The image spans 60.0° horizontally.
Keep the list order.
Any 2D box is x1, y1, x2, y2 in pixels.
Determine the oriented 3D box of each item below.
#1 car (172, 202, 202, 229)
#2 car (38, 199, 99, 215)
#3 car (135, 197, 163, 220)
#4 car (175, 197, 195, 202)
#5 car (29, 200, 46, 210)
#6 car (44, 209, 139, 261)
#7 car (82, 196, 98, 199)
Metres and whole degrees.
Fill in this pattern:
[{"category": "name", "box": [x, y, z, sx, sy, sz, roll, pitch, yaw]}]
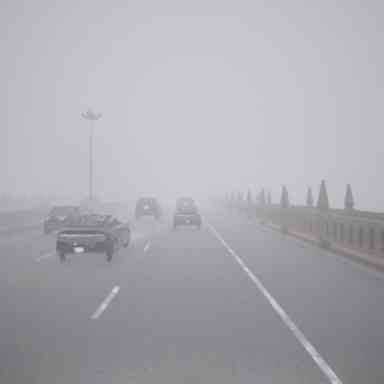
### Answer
[{"category": "car", "box": [-0.355, 1.710, 23.384, 2.128, 1.511, 4.902, 0, -1, -2]}, {"category": "car", "box": [-7.281, 1.545, 20.509, 2.097, 1.767, 4.553, 0, -1, -2]}, {"category": "car", "box": [-4.091, 1.519, 31.833, 2.150, 2.045, 5.566, 0, -1, -2]}, {"category": "car", "box": [-0.835, 1.600, 40.681, 2.150, 2.045, 5.566, 0, -1, -2]}, {"category": "car", "box": [-22.183, 1.988, 48.998, 2.128, 1.511, 4.902, 0, -1, -2]}, {"category": "car", "box": [-3.584, 1.612, 12.817, 2.128, 1.511, 4.902, 0, -1, -1]}, {"category": "car", "box": [-15.181, 1.667, 48.928, 2.150, 2.045, 5.566, 0, -1, -2]}]
